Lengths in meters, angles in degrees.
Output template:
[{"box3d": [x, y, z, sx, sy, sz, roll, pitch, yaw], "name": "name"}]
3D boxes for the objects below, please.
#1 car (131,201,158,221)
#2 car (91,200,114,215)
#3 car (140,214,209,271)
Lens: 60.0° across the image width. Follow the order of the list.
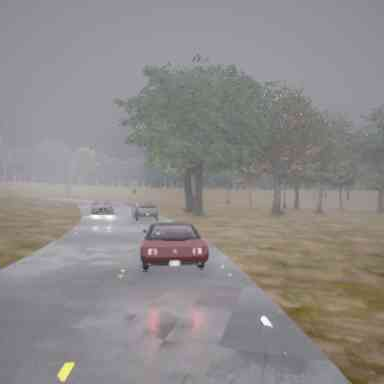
[{"box3d": [-3.996, 1.494, 27.641, 2.128, 1.511, 4.902, 1, 0, -15], "name": "car"}, {"box3d": [-8.814, 1.473, 32.535, 1.994, 1.385, 4.181, 1, 0, -18], "name": "car"}, {"box3d": [-0.701, 1.645, 11.140, 1.895, 1.301, 4.718, 0, -1, -6], "name": "car"}]
